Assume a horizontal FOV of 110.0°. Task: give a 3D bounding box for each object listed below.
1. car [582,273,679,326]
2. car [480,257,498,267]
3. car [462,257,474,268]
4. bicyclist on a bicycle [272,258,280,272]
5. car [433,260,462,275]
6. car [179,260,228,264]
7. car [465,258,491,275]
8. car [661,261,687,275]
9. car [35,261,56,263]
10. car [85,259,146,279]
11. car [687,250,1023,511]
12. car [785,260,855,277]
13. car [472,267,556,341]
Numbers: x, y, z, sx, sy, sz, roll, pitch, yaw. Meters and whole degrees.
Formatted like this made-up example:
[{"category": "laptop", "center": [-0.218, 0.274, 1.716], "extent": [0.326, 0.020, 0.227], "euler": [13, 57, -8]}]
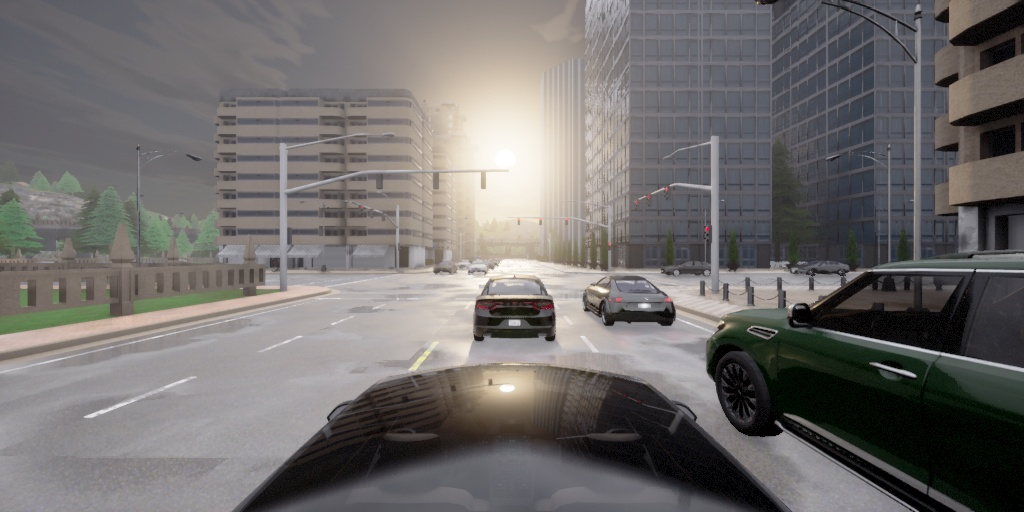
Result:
[{"category": "car", "center": [3.577, 1.314, 11.663], "extent": [1.994, 1.385, 4.181], "euler": [0, 0, 0]}, {"category": "car", "center": [-3.598, 1.241, 53.048], "extent": [2.128, 1.511, 4.902], "euler": [0, 0, 0]}, {"category": "car", "center": [-7.092, 1.275, 53.988], "extent": [1.812, 1.442, 4.674], "euler": [0, 0, 0]}, {"category": "bicyclist on a bicycle", "center": [-26.084, 0.995, 39.847], "extent": [0.582, 1.620, 1.656], "euler": [0, 0, 7]}, {"category": "car", "center": [-7.105, 1.271, 38.689], "extent": [2.033, 1.411, 5.357], "euler": [0, -1, 0]}, {"category": "car", "center": [-22.880, 1.220, 27.922], "extent": [4.674, 1.442, 1.812], "euler": [0, 0, 4]}, {"category": "car", "center": [-3.604, 1.241, 38.415], "extent": [1.812, 1.442, 4.674], "euler": [0, -1, 0]}, {"category": "car", "center": [16.974, 1.199, 34.665], "extent": [4.892, 1.490, 1.837], "euler": [0, 0, 0]}, {"category": "car", "center": [-45.194, 1.220, 34.739], "extent": [4.674, 1.442, 1.812], "euler": [0, 0, 35]}, {"category": "car", "center": [-32.678, 1.220, 29.220], "extent": [4.674, 1.442, 1.812], "euler": [0, 0, 15]}, {"category": "car", "center": [3.601, 0.972, 2.309], "extent": [2.150, 2.045, 5.566], "euler": [0, 0, 0]}, {"category": "car", "center": [29.624, 1.187, 34.592], "extent": [4.902, 1.511, 2.128], "euler": [0, 0, 0]}, {"category": "car", "center": [0.068, 1.228, 9.885], "extent": [1.882, 1.535, 5.008], "euler": [0, 0, 0]}]
